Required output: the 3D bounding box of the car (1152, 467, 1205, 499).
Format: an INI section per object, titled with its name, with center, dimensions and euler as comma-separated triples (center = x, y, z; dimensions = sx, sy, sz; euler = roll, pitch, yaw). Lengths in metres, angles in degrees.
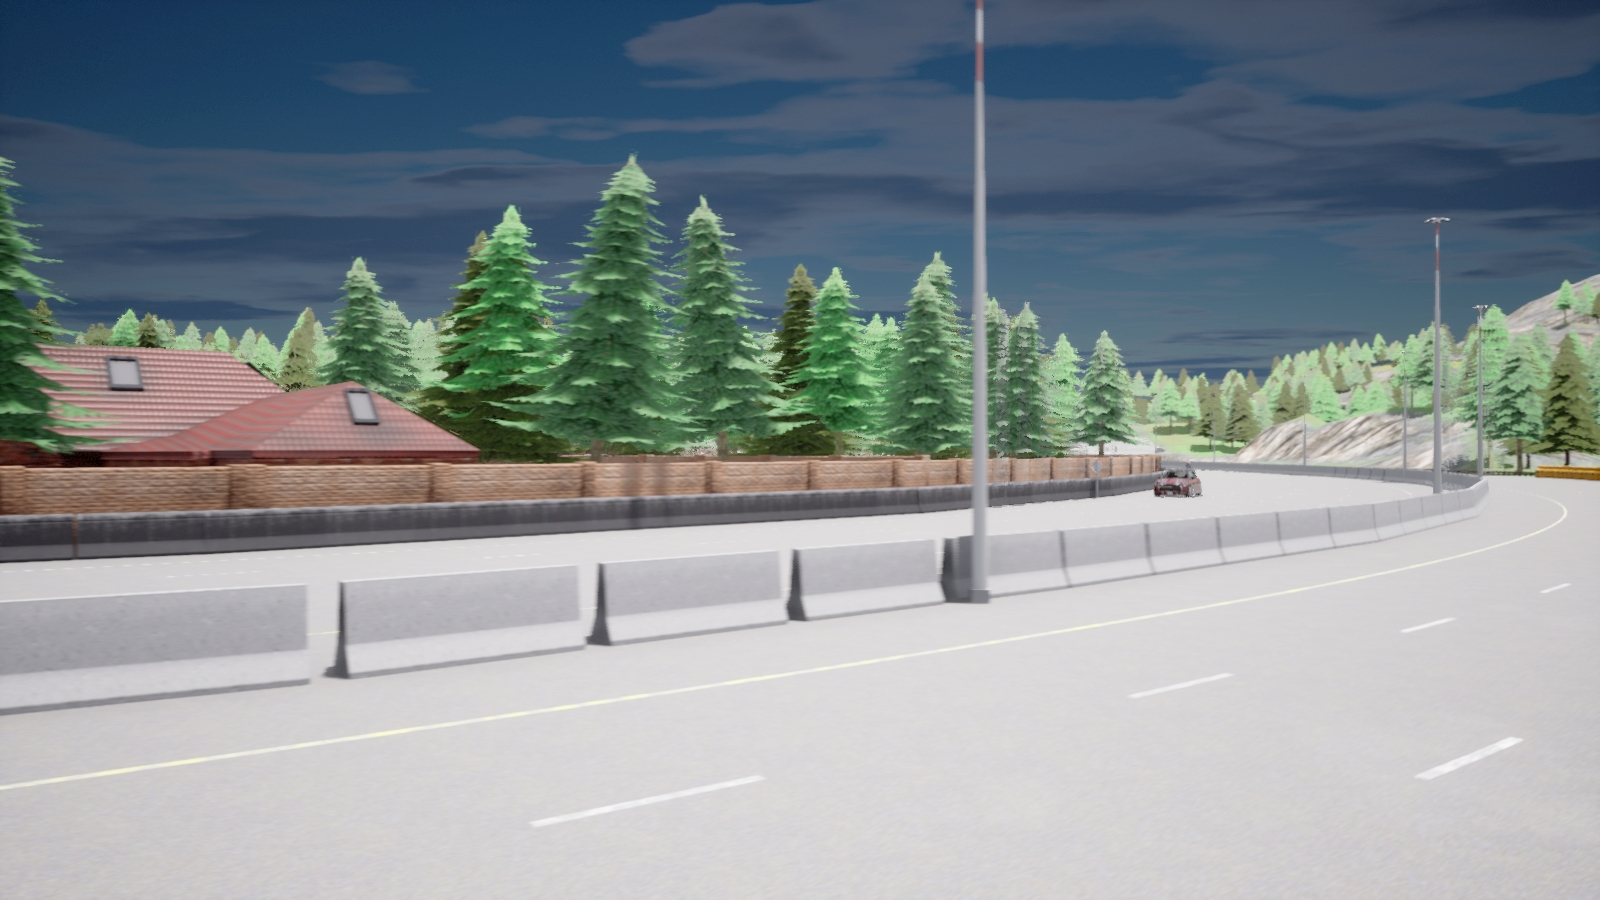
[car]
center = 23.123, 1.980, 69.740
dimensions = 2.097, 1.767, 4.553
euler = 0, 0, 31
